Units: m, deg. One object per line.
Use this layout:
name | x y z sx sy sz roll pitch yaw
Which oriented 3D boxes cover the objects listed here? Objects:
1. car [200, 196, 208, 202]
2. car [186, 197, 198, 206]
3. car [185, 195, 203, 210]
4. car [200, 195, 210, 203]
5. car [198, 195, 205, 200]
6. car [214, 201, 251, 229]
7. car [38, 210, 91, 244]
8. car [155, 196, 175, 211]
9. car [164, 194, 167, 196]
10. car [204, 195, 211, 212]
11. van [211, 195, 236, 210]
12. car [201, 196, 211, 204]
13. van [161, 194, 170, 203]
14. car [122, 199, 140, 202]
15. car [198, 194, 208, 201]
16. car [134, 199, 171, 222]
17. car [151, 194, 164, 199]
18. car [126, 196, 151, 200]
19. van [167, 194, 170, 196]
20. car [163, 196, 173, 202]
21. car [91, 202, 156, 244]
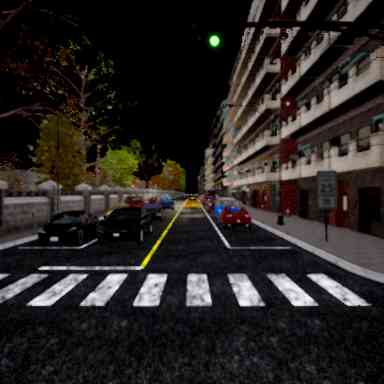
car | 2.733 1.644 77.818 1.802 1.307 4.206 0 0 0
car | 0.031 1.591 55.849 1.994 1.385 4.181 0 0 0
car | 0.120 1.491 42.449 1.882 1.535 5.008 0 0 0
car | 2.730 1.492 72.187 1.967 1.590 4.097 0 0 0
car | 2.741 1.542 94.708 1.967 1.590 4.097 0 0 0
car | 2.704 1.545 21.516 1.887 1.381 4.507 0 0 0
car | -5.679 1.565 15.891 1.947 1.339 4.313 0 0 0
car | -3.035 1.560 41.077 2.033 1.411 5.357 0 0 0
car | -5.658 1.467 55.302 1.967 1.590 4.097 0 0 0
car | 2.713 1.450 38.407 1.967 1.590 4.097 0 0 0
van | 2.708 1.343 27.147 1.690 1.788 3.998 0 0 0
car | 2.727 1.587 66.558 1.887 1.381 4.507 0 0 0
van | -5.650 1.393 72.192 1.690 1.788 3.998 0 0 0
car | -5.673 1.528 26.982 1.752 1.417 4.829 0 0 0
car | 2.736 1.390 83.448 2.192 1.841 5.009 0 0 0
car | -3.068 1.550 26.664 2.033 1.411 5.357 0 0 0
car | -5.662 1.461 49.673 1.967 1.590 4.097 0 0 0
car | -5.670 1.321 32.782 2.192 1.841 5.009 0 0 0
van | -5.653 1.384 66.563 1.690 1.788 3.998 0 0 0
car | -5.648 1.614 77.822 2.008 1.369 4.403 0 0 0
car | -3.082 1.477 16.087 1.882 1.535 5.008 0 0 0
